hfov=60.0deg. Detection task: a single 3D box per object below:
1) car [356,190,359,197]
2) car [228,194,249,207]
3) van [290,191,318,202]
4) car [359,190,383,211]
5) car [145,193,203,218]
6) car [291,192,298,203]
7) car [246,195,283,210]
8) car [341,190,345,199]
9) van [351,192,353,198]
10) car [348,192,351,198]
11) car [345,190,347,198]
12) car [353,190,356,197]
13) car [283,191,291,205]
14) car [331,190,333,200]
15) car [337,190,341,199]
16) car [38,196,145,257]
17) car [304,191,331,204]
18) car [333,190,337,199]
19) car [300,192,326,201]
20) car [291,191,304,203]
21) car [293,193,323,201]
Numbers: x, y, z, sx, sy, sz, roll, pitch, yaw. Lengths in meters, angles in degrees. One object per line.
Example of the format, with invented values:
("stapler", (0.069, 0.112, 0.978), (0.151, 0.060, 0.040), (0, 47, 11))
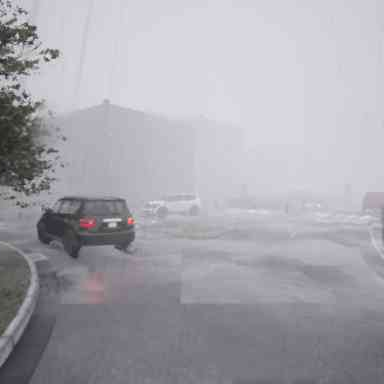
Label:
("car", (39.382, 0.691, 85.856), (5.366, 1.575, 1.946), (0, 1, 38))
("car", (7.027, 1.112, 44.646), (4.553, 1.767, 2.185), (0, 1, 38))
("van", (20.791, 0.774, 61.890), (4.442, 1.987, 1.878), (0, 1, 38))
("car", (20.272, 1.040, 36.357), (2.150, 2.045, 5.566), (0, 1, 38))
("car", (-1.627, 1.112, 29.166), (5.566, 2.045, 2.150), (0, 1, -37))
("car", (13.849, 1.133, 53.324), (4.892, 1.521, 2.231), (0, 1, 38))
("car", (8.620, 1.363, 39.423), (1.994, 1.385, 4.181), (0, 1, 39))
("car", (30.975, 0.818, 74.930), (4.892, 1.521, 2.231), (0, 1, 38))
("van", (36.273, 0.514, 81.439), (4.442, 1.987, 1.878), (0, 1, 38))
("car", (34.397, 0.766, 79.252), (4.892, 1.521, 2.231), (0, 1, 38))
("car", (32.686, 0.792, 77.091), (4.892, 1.521, 2.231), (0, 1, 38))
("car", (37.818, 0.757, 83.577), (4.674, 1.452, 2.002), (0, 1, 38))
("car", (12.164, 1.036, 51.134), (4.553, 1.767, 2.185), (0, 1, 38))
("car", (25.810, 0.778, 68.467), (4.553, 1.767, 2.185), (0, 1, 38))
("car", (29.263, 0.846, 72.768), (4.892, 1.521, 2.231), (0, 1, 38))
("car", (-4.339, 1.176, 13.163), (2.150, 2.045, 5.566), (1, 0, -39))
("car", (20.478, 1.007, 54.209), (2.097, 1.767, 4.553), (0, 1, 38))
("car", (27.571, 0.748, 70.591), (4.553, 1.767, 2.185), (0, 1, 38))
("car", (24.099, 0.808, 66.306), (4.553, 1.767, 2.185), (0, 1, 38))
("car", (19.134, 1.030, 59.689), (5.366, 1.575, 1.946), (0, 1, 38))
("car", (22.408, 0.966, 64.130), (5.008, 1.535, 2.097), (0, 1, 38))
